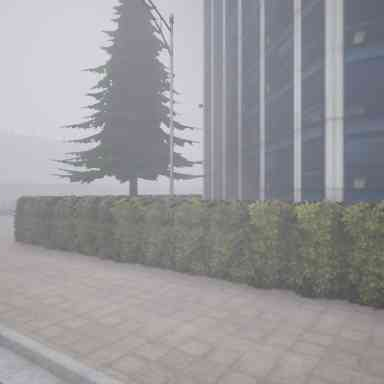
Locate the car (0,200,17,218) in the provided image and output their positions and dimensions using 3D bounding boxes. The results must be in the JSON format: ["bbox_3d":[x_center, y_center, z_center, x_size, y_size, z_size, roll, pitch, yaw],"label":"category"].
[{"bbox_3d":[-15.562,1.436,26.763,2.128,1.511,4.902,0,0,35],"label":"car"}]
